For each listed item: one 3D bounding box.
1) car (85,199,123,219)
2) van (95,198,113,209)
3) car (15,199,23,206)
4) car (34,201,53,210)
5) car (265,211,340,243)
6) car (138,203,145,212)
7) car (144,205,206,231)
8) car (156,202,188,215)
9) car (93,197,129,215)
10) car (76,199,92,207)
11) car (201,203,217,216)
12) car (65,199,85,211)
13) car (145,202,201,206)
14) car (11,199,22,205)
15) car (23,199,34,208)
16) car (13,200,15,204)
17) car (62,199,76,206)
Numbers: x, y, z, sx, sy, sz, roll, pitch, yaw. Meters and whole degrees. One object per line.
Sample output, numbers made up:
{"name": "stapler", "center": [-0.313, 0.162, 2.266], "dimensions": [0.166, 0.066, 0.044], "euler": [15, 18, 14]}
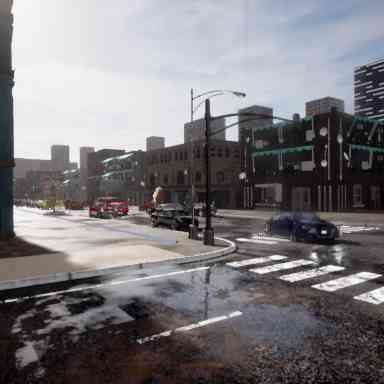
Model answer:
{"name": "car", "center": [-9.236, 1.847, 34.519], "dimensions": [1.967, 1.590, 4.097], "euler": [-1, 0, -35]}
{"name": "van", "center": [-15.211, 1.908, 57.428], "dimensions": [1.690, 1.788, 3.998], "euler": [-1, 0, -35]}
{"name": "car", "center": [-38.053, 2.381, 75.154], "dimensions": [1.967, 1.590, 4.097], "euler": [-1, 0, -35]}
{"name": "car", "center": [-25.145, 2.234, 56.956], "dimensions": [1.752, 1.417, 4.829], "euler": [-1, 0, -35]}
{"name": "car", "center": [5.274, 1.629, 16.432], "dimensions": [1.994, 1.385, 4.181], "euler": [-1, -2, -15]}
{"name": "car", "center": [-5.599, 1.967, 43.884], "dimensions": [1.802, 1.307, 4.206], "euler": [-2, 0, -35]}
{"name": "car", "center": [-1.305, 1.815, 23.130], "dimensions": [1.947, 1.339, 4.313], "euler": [-1, 0, -35]}
{"name": "car", "center": [-2.398, 1.904, 39.369], "dimensions": [1.802, 1.307, 4.206], "euler": [-2, 0, -35]}
{"name": "car", "center": [-9.438, 1.644, 39.312], "dimensions": [2.150, 2.045, 5.566], "euler": [-1, 0, -35]}
{"name": "car", "center": [-21.610, 2.229, 66.458], "dimensions": [1.887, 1.381, 4.507], "euler": [-1, 0, -35]}
{"name": "car", "center": [0.803, 1.810, 34.854], "dimensions": [2.008, 1.369, 4.403], "euler": [-2, 0, -35]}
{"name": "car", "center": [-18.605, 2.093, 52.398], "dimensions": [1.882, 1.535, 5.008], "euler": [-1, 0, -35]}
{"name": "car", "center": [-1.746, 1.767, 28.460], "dimensions": [2.128, 1.511, 4.902], "euler": [-1, 0, -35]}
{"name": "car", "center": [-44.454, 2.599, 84.184], "dimensions": [1.887, 1.381, 4.507], "euler": [-1, 0, -35]}
{"name": "car", "center": [-31.647, 2.377, 66.125], "dimensions": [2.008, 1.369, 4.403], "euler": [-1, 0, -35]}
{"name": "car", "center": [-41.252, 2.549, 79.670], "dimensions": [2.008, 1.369, 4.403], "euler": [-1, 0, -35]}
{"name": "car", "center": [-28.014, 2.365, 75.489], "dimensions": [1.947, 1.339, 4.313], "euler": [-1, 0, -35]}
